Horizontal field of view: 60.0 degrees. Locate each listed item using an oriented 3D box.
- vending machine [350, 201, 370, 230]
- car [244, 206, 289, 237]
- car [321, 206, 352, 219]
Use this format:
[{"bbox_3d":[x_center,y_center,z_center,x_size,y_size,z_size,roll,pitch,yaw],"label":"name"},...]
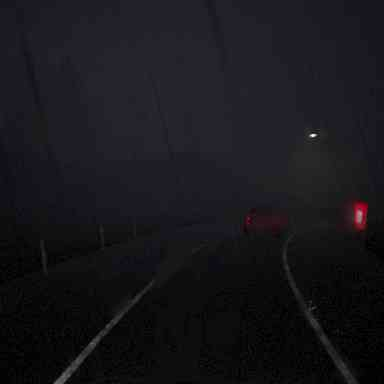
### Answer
[{"bbox_3d":[13.484,1.870,26.721,1.100,2.100,0.880,8,7,33],"label":"vending machine"},{"bbox_3d":[4.666,1.619,20.271,2.097,1.767,4.553,2,0,22],"label":"car"},{"bbox_3d":[16.768,2.340,38.262,5.357,1.411,2.033,3,1,-45],"label":"car"}]
